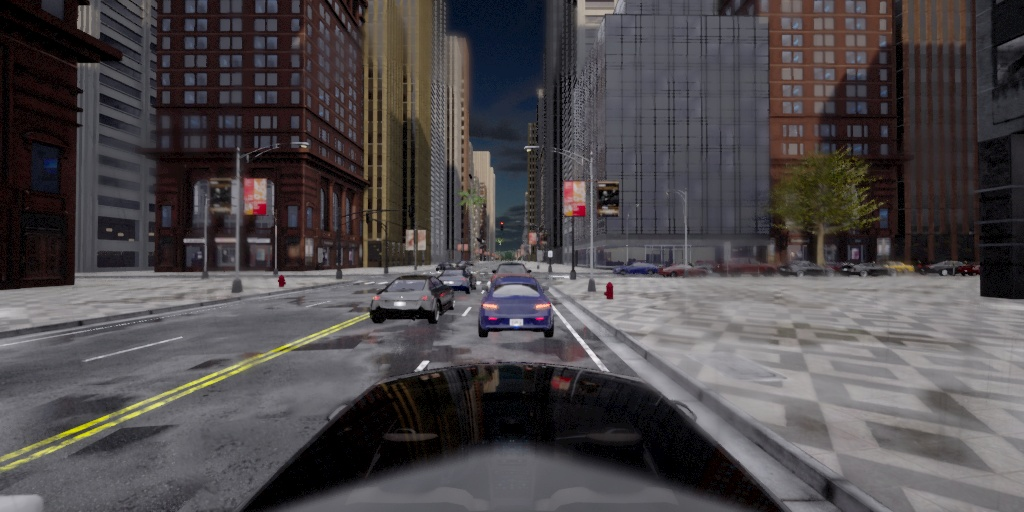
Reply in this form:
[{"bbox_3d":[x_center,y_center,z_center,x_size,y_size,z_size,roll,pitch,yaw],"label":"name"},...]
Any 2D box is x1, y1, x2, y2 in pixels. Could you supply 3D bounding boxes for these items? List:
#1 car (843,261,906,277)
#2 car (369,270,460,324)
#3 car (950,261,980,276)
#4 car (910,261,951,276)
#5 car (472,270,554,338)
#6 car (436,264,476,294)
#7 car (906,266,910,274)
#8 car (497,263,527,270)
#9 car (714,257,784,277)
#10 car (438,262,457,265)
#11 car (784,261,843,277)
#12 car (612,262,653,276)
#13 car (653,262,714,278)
[{"bbox_3d":[32.208,1.260,32.425,4.313,1.339,1.948,0,0,-1],"label":"car"},{"bbox_3d":[-3.158,1.327,12.116,1.994,1.385,4.181,0,0,0],"label":"car"},{"bbox_3d":[43.484,1.214,32.608,4.507,1.381,1.888,0,0,-1],"label":"car"},{"bbox_3d":[42.776,1.206,35.222,4.892,1.490,1.837,0,-1,-1],"label":"car"},{"bbox_3d":[0.099,1.284,10.124,1.812,1.442,4.674,0,0,0],"label":"car"},{"bbox_3d":[-3.164,1.353,20.504,1.994,1.385,4.181,0,0,0],"label":"car"},{"bbox_3d":[43.181,1.296,41.129,4.829,1.417,1.751,0,0,-1],"label":"car"},{"bbox_3d":[-0.012,1.135,19.110,2.097,1.767,4.553,0,0,0],"label":"car"},{"bbox_3d":[20.934,1.041,32.242,5.009,1.841,2.192,0,0,-1],"label":"car"},{"bbox_3d":[-9.877,1.543,52.851,1.994,1.385,4.181,0,0,0],"label":"car"},{"bbox_3d":[26.571,1.276,32.333,4.313,1.339,1.948,0,0,-1],"label":"car"},{"bbox_3d":[13.019,1.348,37.898,4.674,1.442,1.812,-1,-1,1],"label":"car"},{"bbox_3d":[15.295,1.327,32.150,4.207,1.307,1.802,0,0,-1],"label":"car"}]
